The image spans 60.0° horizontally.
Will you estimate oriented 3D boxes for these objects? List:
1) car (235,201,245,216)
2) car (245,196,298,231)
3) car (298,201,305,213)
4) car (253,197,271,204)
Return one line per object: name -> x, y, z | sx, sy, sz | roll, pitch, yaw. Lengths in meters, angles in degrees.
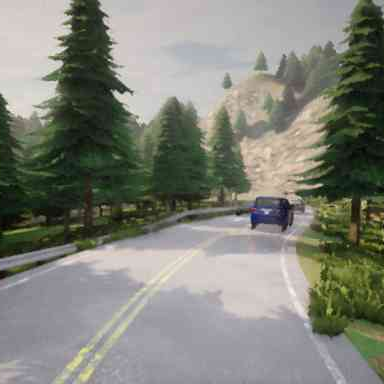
car -> 5.560, 1.550, 31.308 | 2.033, 1.411, 5.357 | 2, 1, 22
car -> 5.348, 1.305, 21.824 | 2.150, 2.045, 5.566 | 2, 1, 22
car -> 12.563, 1.701, 40.016 | 1.812, 1.442, 4.674 | 2, 0, 20
car -> 14.919, 1.754, 71.551 | 1.895, 1.301, 4.718 | -1, 0, -14
